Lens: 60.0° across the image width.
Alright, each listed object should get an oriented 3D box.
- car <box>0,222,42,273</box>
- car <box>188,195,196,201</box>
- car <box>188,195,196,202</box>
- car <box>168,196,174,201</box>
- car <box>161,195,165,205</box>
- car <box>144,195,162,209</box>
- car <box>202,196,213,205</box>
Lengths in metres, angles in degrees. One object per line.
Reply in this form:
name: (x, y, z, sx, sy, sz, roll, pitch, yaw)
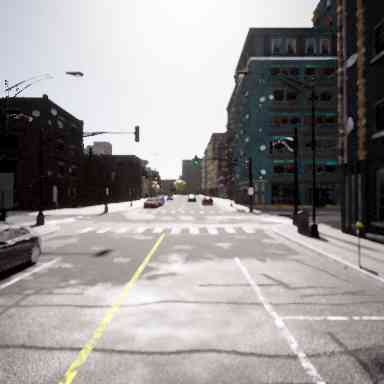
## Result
car: (-5.677, 1.558, 9.094, 2.008, 1.369, 4.403, 1, 0, 0)
car: (-0.001, 1.414, 85.146, 2.128, 1.511, 4.902, 0, 0, 0)
car: (0.000, 1.594, 75.137, 1.994, 1.385, 4.181, 0, 0, 0)
car: (-5.678, 1.640, 86.853, 1.802, 1.307, 4.206, 1, 0, 0)
car: (-5.677, 1.580, 52.732, 1.887, 1.381, 4.507, 1, 0, 0)
car: (-5.753, 1.577, 47.050, 1.887, 1.381, 4.507, 1, 0, 0)
car: (2.705, 1.478, 58.480, 1.967, 1.590, 4.097, 1, 0, 0)
